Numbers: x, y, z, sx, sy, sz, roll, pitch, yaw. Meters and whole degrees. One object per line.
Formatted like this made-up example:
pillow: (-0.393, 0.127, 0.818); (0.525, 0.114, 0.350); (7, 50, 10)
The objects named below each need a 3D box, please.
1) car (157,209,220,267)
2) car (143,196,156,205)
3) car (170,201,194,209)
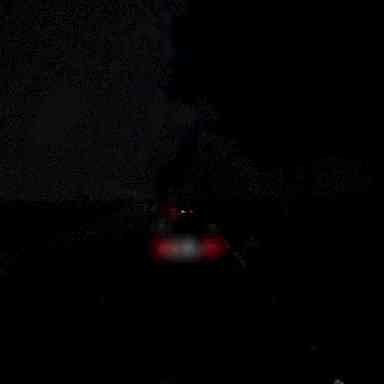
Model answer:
car: (-0.143, 1.524, 11.251); (2.033, 1.411, 5.357); (0, 0, -1)
car: (-6.771, 1.278, 53.360); (1.994, 1.385, 4.181); (0, 0, -6)
car: (-0.783, 1.445, 26.244); (2.033, 1.411, 5.357); (0, 0, -3)
